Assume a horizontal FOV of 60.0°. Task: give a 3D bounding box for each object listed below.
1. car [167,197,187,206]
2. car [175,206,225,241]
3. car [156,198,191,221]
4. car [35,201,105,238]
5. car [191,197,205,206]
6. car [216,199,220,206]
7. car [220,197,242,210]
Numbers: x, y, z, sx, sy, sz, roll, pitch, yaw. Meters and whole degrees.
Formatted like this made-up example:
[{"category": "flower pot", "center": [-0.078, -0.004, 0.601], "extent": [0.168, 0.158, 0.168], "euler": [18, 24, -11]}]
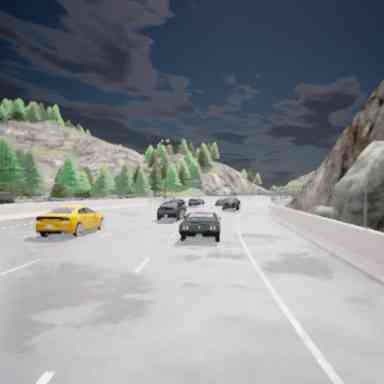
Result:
[{"category": "car", "center": [-2.490, 1.634, 55.630], "extent": [1.994, 1.385, 4.181], "euler": [0, 0, 17]}, {"category": "car", "center": [0.555, 1.637, 16.942], "extent": [1.895, 1.301, 4.718], "euler": [1, 0, 6]}, {"category": "car", "center": [-1.579, 1.536, 27.440], "extent": [1.837, 1.490, 4.892], "euler": [0, 0, 9]}, {"category": "car", "center": [-6.254, 1.438, 17.669], "extent": [1.882, 1.535, 5.008], "euler": [0, 0, 6]}, {"category": "car", "center": [0.814, 1.597, 54.538], "extent": [2.128, 1.511, 4.902], "euler": [0, 0, 17]}, {"category": "car", "center": [5.492, 1.729, 57.746], "extent": [1.994, 1.385, 4.181], "euler": [0, 0, 19]}, {"category": "car", "center": [5.502, 1.494, 44.948], "extent": [2.097, 1.767, 4.553], "euler": [1, 0, 14]}]
